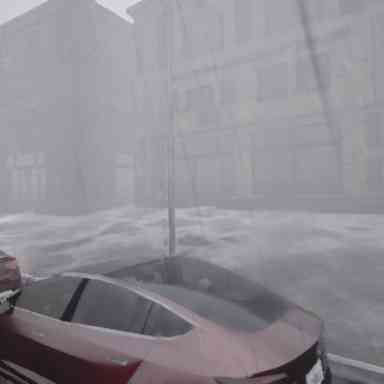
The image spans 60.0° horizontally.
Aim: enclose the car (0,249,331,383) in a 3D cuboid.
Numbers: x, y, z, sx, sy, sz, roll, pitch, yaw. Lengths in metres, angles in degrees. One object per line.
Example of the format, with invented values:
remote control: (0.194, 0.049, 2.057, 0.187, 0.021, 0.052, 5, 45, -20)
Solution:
car: (-0.940, 1.515, 3.980, 4.792, 1.488, 2.163, 0, 0, 35)
